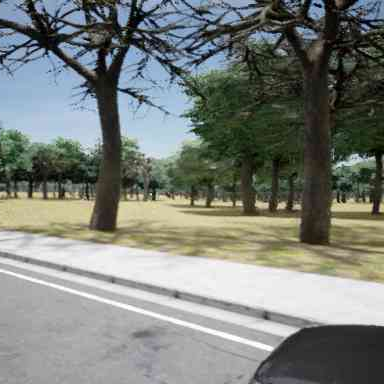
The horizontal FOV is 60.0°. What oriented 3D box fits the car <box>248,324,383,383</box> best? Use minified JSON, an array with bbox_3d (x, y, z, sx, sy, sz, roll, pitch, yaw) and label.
[{"bbox_3d":[2.358,1.567,2.002,4.181,1.385,1.994,0,0,36],"label":"car"}]
